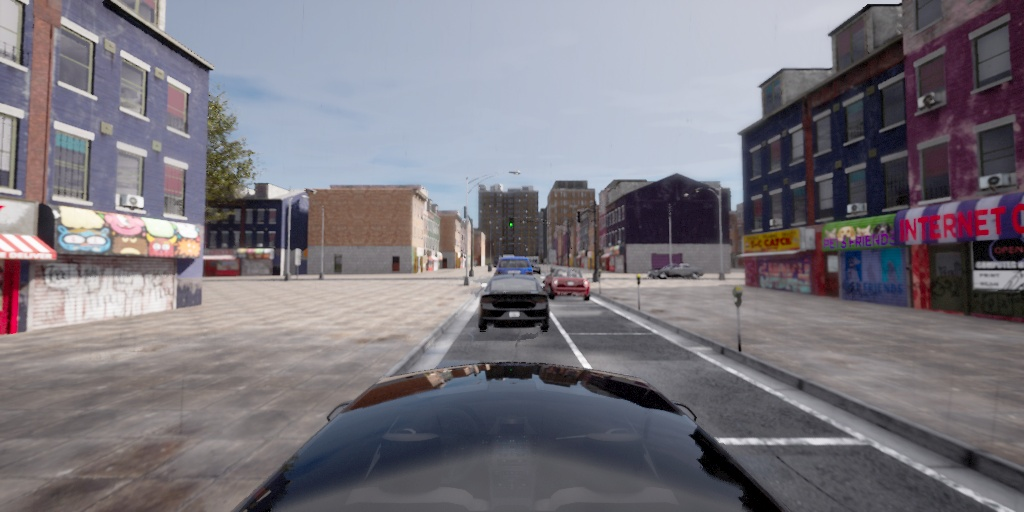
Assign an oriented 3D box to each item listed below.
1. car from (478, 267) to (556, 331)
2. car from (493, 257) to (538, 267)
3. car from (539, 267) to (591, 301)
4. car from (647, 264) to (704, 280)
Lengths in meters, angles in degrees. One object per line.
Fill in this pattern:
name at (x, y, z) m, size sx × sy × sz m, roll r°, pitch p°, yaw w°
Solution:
car at (0.040, 1.282, 11.190) m, size 1.882 × 1.535 × 5.008 m, roll 0°, pitch 0°, yaw 0°
car at (0.083, 1.093, 21.262) m, size 2.150 × 2.045 × 5.566 m, roll 0°, pitch 0°, yaw -1°
car at (2.642, 1.290, 18.120) m, size 1.967 × 1.591 × 4.097 m, roll 0°, pitch 0°, yaw 0°
car at (14.998, 1.465, 32.949) m, size 4.902 × 1.511 × 2.128 m, roll 0°, pitch -2°, yaw 0°
